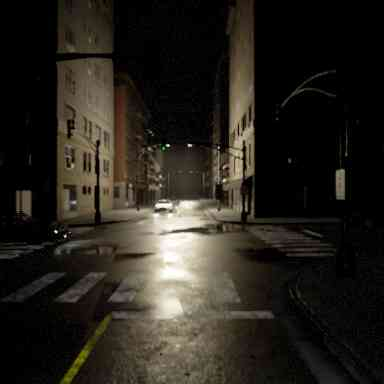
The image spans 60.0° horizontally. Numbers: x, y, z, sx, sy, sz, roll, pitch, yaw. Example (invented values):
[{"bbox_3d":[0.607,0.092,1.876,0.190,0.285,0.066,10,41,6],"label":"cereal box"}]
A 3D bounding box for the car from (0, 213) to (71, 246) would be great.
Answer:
[{"bbox_3d":[-8.452,1.658,15.212,5.357,1.411,2.033,-1,0,0],"label":"car"}]

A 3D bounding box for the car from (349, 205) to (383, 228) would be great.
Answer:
[{"bbox_3d":[12.132,1.492,20.923,4.507,1.381,1.887,-1,0,0],"label":"car"}]

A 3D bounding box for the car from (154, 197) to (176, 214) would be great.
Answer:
[{"bbox_3d":[-3.100,1.603,37.325,1.812,1.442,4.674,0,0,0],"label":"car"}]

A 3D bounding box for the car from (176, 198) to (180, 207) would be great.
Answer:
[{"bbox_3d":[-3.077,1.615,54.401,1.812,1.442,4.674,0,0,0],"label":"car"}]
